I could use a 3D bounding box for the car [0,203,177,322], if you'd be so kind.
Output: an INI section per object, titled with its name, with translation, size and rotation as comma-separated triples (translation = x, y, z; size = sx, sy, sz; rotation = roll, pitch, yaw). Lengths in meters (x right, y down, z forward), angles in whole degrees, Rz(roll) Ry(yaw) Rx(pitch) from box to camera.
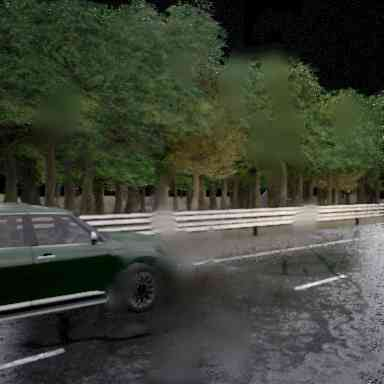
[car]
translation = -2.953, 1.223, 5.958
size = 5.566, 2.045, 2.150
rotation = 0, 0, -36
